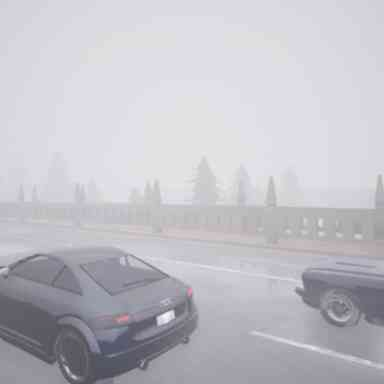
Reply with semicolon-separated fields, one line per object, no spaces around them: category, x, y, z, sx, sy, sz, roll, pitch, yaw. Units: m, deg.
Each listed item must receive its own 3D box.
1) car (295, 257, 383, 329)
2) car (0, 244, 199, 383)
car;4.186;1.600;5.304;4.718;1.301;1.895;0;0;36
car;-1.964;1.566;5.392;4.181;1.385;1.994;0;0;36
